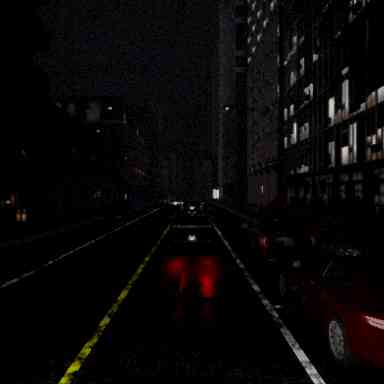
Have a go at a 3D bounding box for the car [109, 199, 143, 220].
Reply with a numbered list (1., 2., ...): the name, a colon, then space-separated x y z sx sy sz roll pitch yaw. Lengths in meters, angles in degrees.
1. car: -5.691 1.567 28.099 1.947 1.339 4.313 0 0 0

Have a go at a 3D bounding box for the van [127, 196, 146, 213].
1. van: -5.691 1.343 33.748 1.690 1.788 3.998 0 0 0

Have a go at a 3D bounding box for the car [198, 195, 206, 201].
1. car: 2.689 1.585 90.234 2.008 1.369 4.403 0 0 0

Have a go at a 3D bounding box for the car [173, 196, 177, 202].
1. car: -3.001 1.562 76.682 1.895 1.301 4.718 0 0 0

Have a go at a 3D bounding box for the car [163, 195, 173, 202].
1. car: -5.691 1.465 78.936 1.967 1.590 4.097 0 0 0

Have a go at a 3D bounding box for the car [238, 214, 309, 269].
1. car: 2.689 1.440 11.152 1.967 1.590 4.097 0 0 0

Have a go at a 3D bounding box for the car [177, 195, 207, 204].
1. car: 0.000 1.369 29.620 2.097 1.767 4.553 0 0 0

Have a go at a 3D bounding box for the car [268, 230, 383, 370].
1. car: 2.689 1.581 5.505 1.802 1.307 4.206 0 0 0

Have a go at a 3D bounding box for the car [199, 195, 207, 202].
1. car: 2.689 1.550 79.106 1.752 1.417 4.829 0 0 0

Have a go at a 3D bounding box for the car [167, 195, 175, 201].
1. car: -5.691 1.585 90.233 2.008 1.369 4.403 0 0 0

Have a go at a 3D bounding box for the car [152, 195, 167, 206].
1. car: -5.691 1.590 56.341 1.802 1.307 4.206 0 0 0

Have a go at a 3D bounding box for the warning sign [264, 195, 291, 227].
1. warning sign: 5.067 1.116 19.743 1.300 1.860 1.060 0 0 0

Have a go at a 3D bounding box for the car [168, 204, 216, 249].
1. car: 0.000 1.496 14.650 2.128 1.511 4.902 0 0 0

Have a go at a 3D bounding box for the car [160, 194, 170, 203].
1. car: -5.691 1.594 61.990 1.802 1.307 4.206 0 0 0

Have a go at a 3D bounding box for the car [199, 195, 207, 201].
1. car: 2.689 1.469 84.584 1.967 1.590 4.097 0 0 0

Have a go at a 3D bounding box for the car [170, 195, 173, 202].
1. car: -5.692 1.331 67.639 2.192 1.841 5.009 0 0 0
